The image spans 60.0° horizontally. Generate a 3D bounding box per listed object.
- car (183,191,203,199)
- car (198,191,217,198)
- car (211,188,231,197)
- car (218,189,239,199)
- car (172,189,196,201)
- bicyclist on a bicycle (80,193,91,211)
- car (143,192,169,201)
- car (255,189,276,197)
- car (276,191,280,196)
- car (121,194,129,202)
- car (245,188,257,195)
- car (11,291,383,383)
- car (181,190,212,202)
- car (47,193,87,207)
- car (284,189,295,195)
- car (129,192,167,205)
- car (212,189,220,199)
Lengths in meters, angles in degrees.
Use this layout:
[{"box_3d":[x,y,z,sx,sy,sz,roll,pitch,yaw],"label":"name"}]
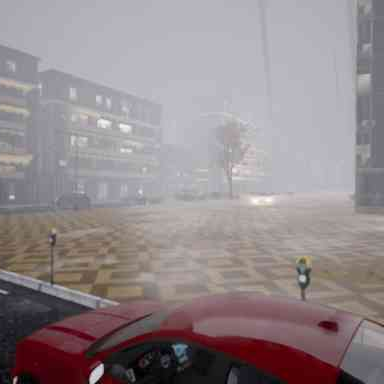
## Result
[{"box_3d":[0.241,0.567,66.521,1.947,1.339,4.313,2,2,35],"label":"car"},{"box_3d":[3.317,0.443,70.956,1.752,1.417,4.829,2,2,35],"label":"car"},{"box_3d":[6.590,0.144,75.668,2.192,1.841,5.009,2,2,35],"label":"car"},{"box_3d":[7.225,0.610,61.886,1.752,1.417,4.829,2,2,35],"label":"car"},{"box_3d":[-0.686,0.692,55.127,1.882,1.535,5.008,1,1,35],"label":"car"},{"box_3d":[-10.136,0.960,31.685,1.656,1.620,0.582,0,1,35],"label":"bicyclist on a bicycle"},{"box_3d":[-6.105,0.725,57.367,2.008,1.369,4.403,2,2,35],"label":"car"},{"box_3d":[16.647,0.380,75.477,2.008,1.369,4.403,2,2,35],"label":"car"},{"box_3d":[19.819,0.294,80.053,2.008,1.369,4.403,2,2,35],"label":"car"},{"box_3d":[-9.277,0.827,52.790,1.947,1.339,4.313,2,2,35],"label":"car"},{"box_3d":[16.107,-0.113,89.397,2.192,1.841,5.009,2,2,35],"label":"car"},{"box_3d":[0.304,1.542,2.648,4.507,1.381,1.887,0,1,36],"label":"car"},{"box_3d":[0.782,0.812,52.593,2.008,1.369,4.403,2,2,35],"label":"car"},{"box_3d":[-15.008,0.857,39.992,2.097,1.767,4.553,1,1,35],"label":"car"},{"box_3d":[26.165,0.013,89.204,1.967,1.590,4.097,2,2,35],"label":"car"},{"box_3d":[-5.563,0.986,43.439,2.008,1.369,4.403,2,2,35],"label":"car"},{"box_3d":[5.188,0.557,63.688,1.837,1.490,4.892,1,1,35],"label":"car"}]
